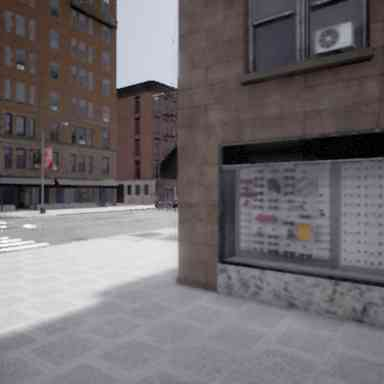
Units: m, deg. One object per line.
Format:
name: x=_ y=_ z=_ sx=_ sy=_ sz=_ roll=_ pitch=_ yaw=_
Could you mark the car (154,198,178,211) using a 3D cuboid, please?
car: x=-2.205 y=1.391 z=38.246 sx=1.895 sy=1.301 sz=4.718 roll=0 pitch=0 yaw=35
